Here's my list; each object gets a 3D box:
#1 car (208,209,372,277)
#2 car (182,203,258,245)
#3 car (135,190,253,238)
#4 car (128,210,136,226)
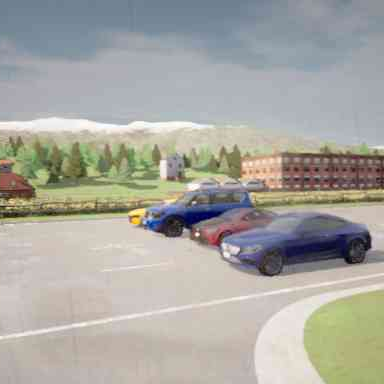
[{"bbox_3d":[3.030,1.319,9.517,4.674,1.442,1.812,-1,1,-23],"label":"car"},{"bbox_3d":[2.019,1.317,12.904,4.181,1.385,1.994,-1,1,-23],"label":"car"},{"bbox_3d":[0.412,0.949,16.021,5.566,2.045,2.150,-1,1,-23],"label":"car"},{"bbox_3d":[-1.172,1.178,19.152,5.008,1.535,1.882,-1,1,-23],"label":"car"}]
